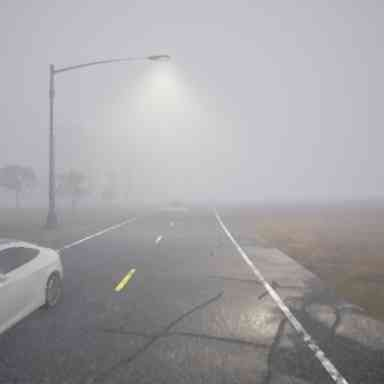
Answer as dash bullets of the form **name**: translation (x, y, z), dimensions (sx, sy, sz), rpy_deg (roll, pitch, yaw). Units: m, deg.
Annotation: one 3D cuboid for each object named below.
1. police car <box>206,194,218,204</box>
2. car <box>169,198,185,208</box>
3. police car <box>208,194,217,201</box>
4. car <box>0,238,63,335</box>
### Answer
- **police car**: translation (3.680, 1.405, 65.398), dimensions (1.930, 1.638, 5.238), rpy_deg (0, 0, 5)
- **car**: translation (-2.137, 1.555, 48.044), dimensions (1.994, 1.385, 4.181), rpy_deg (0, 0, 4)
- **police car**: translation (5.097, 1.393, 81.281), dimensions (1.930, 1.638, 5.238), rpy_deg (0, 0, 6)
- **car**: translation (-3.562, 1.524, 5.119), dimensions (1.812, 1.442, 4.674), rpy_deg (0, 0, 0)
